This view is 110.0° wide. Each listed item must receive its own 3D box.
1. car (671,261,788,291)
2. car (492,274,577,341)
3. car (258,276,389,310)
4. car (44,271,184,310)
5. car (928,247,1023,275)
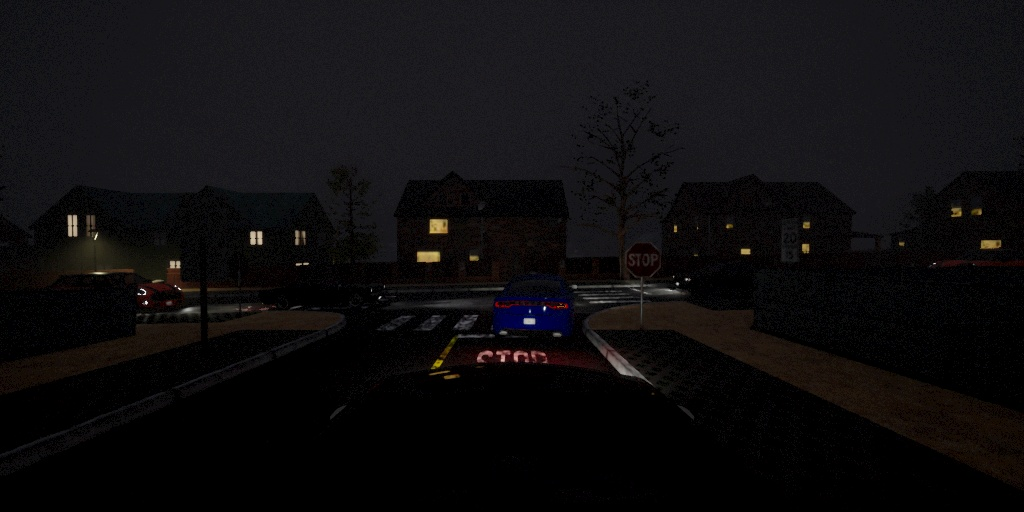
[{"bbox_3d":[11.034,0.965,18.164,5.357,1.411,2.033,-1,1,0],"label":"car"},{"bbox_3d":[0.785,1.226,10.003,1.882,1.535,5.008,0,0,10],"label":"car"},{"bbox_3d":[-7.813,1.505,15.210,4.718,1.301,1.895,-1,1,0],"label":"car"},{"bbox_3d":[-16.800,1.471,15.202,4.553,1.767,2.097,-1,1,0],"label":"car"},{"bbox_3d":[24.099,0.462,18.170,4.553,1.767,2.097,-1,1,0],"label":"car"}]
